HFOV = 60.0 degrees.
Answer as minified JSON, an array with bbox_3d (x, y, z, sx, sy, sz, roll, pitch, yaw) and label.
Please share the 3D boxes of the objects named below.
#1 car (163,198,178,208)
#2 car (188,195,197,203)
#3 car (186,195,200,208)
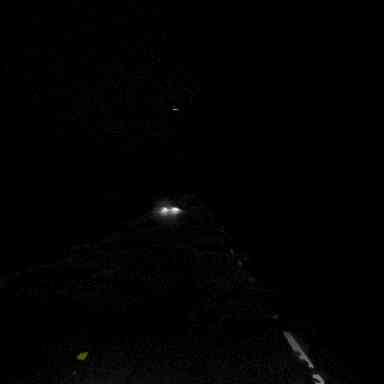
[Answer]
[{"bbox_3d":[-3.072,1.553,48.264,1.895,1.301,4.718,0,0,0],"label":"car"},{"bbox_3d":[0.117,1.435,68.535,1.882,1.535,5.008,0,0,0],"label":"car"},{"bbox_3d":[0.113,1.500,47.546,2.033,1.411,5.357,0,0,0],"label":"car"}]
